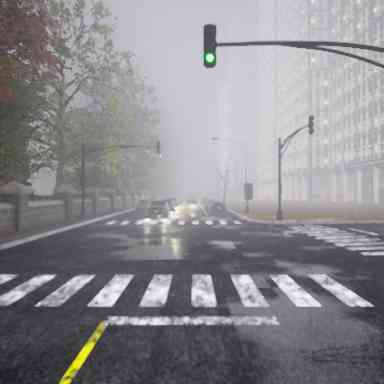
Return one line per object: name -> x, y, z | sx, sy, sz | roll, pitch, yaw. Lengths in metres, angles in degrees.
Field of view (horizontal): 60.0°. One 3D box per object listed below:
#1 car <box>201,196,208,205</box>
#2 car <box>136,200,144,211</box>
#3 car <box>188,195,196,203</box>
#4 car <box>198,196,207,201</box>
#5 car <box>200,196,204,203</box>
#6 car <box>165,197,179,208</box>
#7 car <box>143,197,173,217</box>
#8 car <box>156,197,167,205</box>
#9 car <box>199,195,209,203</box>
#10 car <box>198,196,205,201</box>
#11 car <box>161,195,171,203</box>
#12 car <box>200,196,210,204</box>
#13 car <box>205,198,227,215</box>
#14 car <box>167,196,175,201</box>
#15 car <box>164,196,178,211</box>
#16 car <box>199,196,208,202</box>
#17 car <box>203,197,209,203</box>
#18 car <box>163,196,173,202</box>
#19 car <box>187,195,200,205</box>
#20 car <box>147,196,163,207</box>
car -> 2.677, 1.620, 46.041 | 1.947, 1.339, 4.313 | 0, 0, 0
car -> -5.701, 1.628, 40.406 | 1.802, 1.307, 4.206 | 0, 0, 0
car -> -0.022, 1.479, 72.061 | 1.837, 1.490, 4.892 | 0, 0, 0
car -> 2.666, 1.686, 85.467 | 2.008, 1.369, 4.403 | 0, 0, 0
car -> 2.673, 1.630, 62.939 | 1.887, 1.381, 4.507 | 0, 0, 0
car -> -3.094, 1.590, 51.764 | 1.812, 1.442, 4.674 | 0, 0, 0
car -> -3.108, 1.539, 31.454 | 1.837, 1.490, 4.892 | 0, 0, 0
car -> -5.707, 1.610, 62.766 | 1.752, 1.417, 4.829 | 0, 0, 0
car -> 2.670, 1.549, 74.202 | 1.967, 1.590, 4.097 | 0, 0, 0
car -> 2.664, 1.730, 91.099 | 1.802, 1.307, 4.206 | 0, 0, 0
car -> -5.711, 1.549, 74.200 | 1.967, 1.590, 4.097 | 0, 0, 0
car -> 2.671, 1.537, 68.571 | 1.967, 1.590, 4.097 | 0, 0, 0
car -> 2.680, 1.604, 34.776 | 1.947, 1.339, 4.313 | 0, 0, 0
car -> -5.716, 1.693, 91.097 | 1.887, 1.381, 4.507 | 0, 0, 0
car -> -3.108, 1.554, 41.694 | 1.837, 1.490, 4.892 | 0, 0, 0
car -> 2.667, 1.673, 79.835 | 2.008, 1.369, 4.403 | 0, 0, 0
car -> 2.679, 1.612, 40.408 | 1.947, 1.339, 4.313 | 0, 0, 0
car -> -5.713, 1.667, 79.832 | 1.887, 1.381, 4.507 | 0, 0, 0
car -> -0.019, 1.684, 62.091 | 1.895, 1.301, 4.718 | 0, 0, 0
car -> -5.704, 1.504, 51.671 | 1.967, 1.590, 4.097 | 0, 0, 0
